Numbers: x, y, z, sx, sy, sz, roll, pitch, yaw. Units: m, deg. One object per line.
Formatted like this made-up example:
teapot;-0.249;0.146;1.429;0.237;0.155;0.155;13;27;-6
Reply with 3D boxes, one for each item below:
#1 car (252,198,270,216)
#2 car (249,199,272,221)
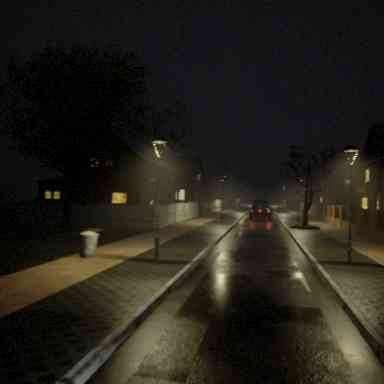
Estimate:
car;9.071;1.915;43.992;2.150;2.045;5.566;1;-1;12
car;7.025;1.888;34.062;2.097;1.767;4.553;1;-1;13
